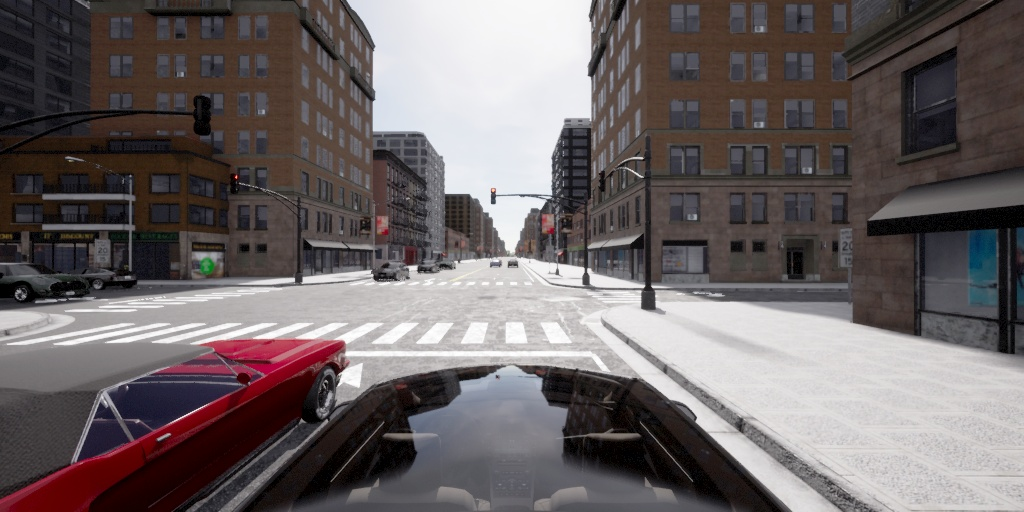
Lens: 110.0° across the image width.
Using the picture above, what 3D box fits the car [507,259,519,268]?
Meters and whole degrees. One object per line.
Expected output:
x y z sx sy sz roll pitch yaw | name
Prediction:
0.166 1.245 62.199 1.837 1.490 4.892 0 0 0 | car

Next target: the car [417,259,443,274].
-9.740 1.253 41.944 1.837 1.490 4.892 0 -1 0 | car

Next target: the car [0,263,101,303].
-22.163 1.095 16.196 4.553 1.767 2.097 0 0 0 | car

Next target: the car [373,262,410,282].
-9.775 1.254 29.455 1.837 1.490 4.892 0 0 0 | car

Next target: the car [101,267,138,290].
-25.321 1.330 21.705 4.313 1.339 1.948 0 0 0 | car

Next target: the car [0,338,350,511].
-3.157 1.351 2.837 1.895 1.301 4.718 0 0 0 | car

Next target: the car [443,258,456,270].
-9.700 1.094 53.377 2.097 1.767 4.553 0 0 0 | car

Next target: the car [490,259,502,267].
-2.979 1.287 64.154 2.033 1.411 5.357 0 0 0 | car
